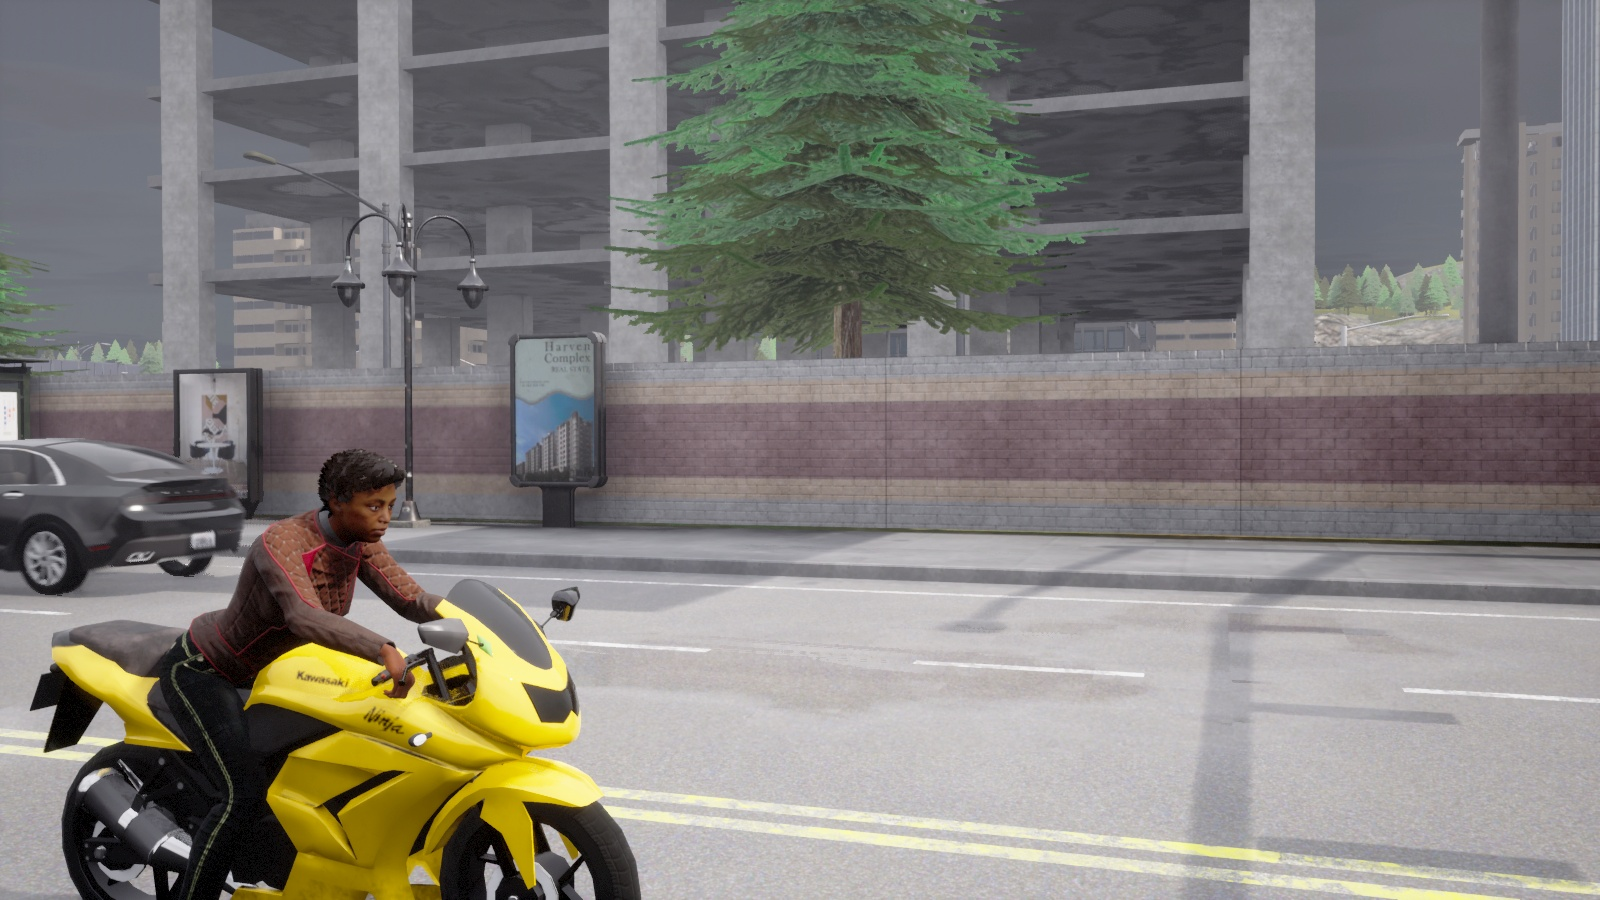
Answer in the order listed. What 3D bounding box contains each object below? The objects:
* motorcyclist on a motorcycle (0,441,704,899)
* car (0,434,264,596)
[{"bbox_3d":[-1.380,0.745,3.657,2.044,1.523,0.797,1,1,19],"label":"motorcyclist on a motorcycle"},{"bbox_3d":[-8.363,0.586,13.388,4.892,1.490,1.837,1,1,19],"label":"car"}]
